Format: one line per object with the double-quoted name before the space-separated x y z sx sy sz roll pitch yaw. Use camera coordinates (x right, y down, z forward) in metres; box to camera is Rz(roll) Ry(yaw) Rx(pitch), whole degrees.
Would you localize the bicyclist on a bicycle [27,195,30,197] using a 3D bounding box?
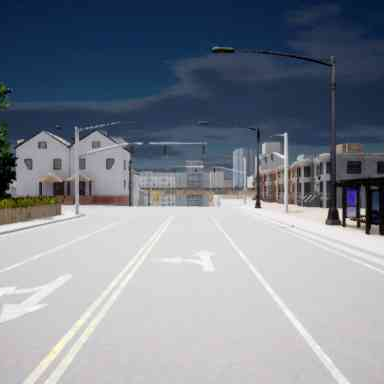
"bicyclist on a bicycle" -25.266 1.276 51.345 0.582 1.620 1.656 0 0 0
